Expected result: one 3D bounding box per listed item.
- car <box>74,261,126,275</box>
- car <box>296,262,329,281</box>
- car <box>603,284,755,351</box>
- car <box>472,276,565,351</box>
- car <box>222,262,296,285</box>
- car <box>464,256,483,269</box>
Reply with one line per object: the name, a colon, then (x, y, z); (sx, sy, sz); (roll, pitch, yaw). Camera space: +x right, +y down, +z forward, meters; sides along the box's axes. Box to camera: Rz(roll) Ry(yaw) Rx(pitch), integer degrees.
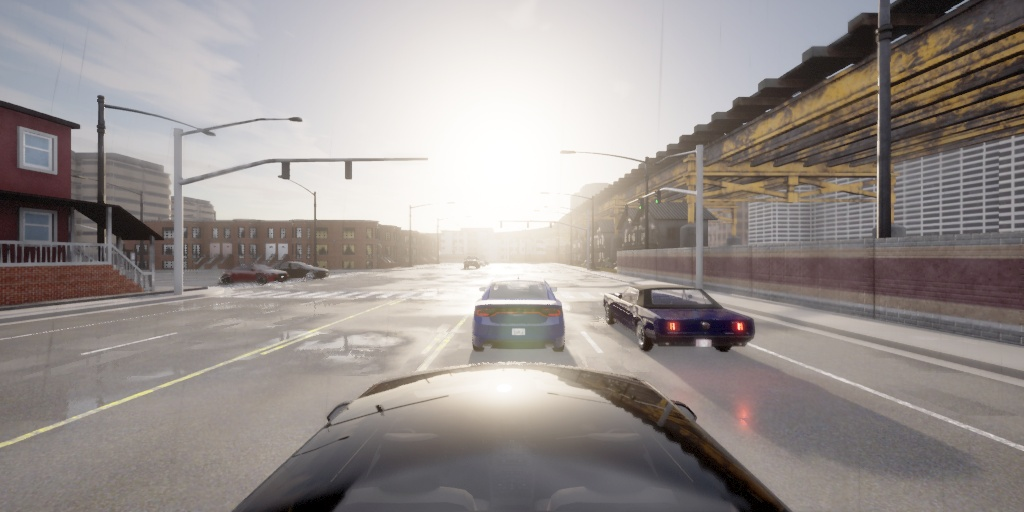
car: (-35.337, 1.241, 30.039); (4.902, 1.511, 2.128); (0, 0, 1)
car: (-17.953, 1.256, 30.001); (4.892, 1.490, 1.837); (0, 0, -2)
car: (3.656, 1.351, 8.964); (1.895, 1.301, 4.718); (0, 0, 1)
car: (0.157, 1.228, 9.003); (1.882, 1.535, 5.008); (0, 0, 1)
car: (-18.478, 1.314, 25.965); (4.181, 1.385, 1.994); (0, 0, 6)
car: (-6.362, 0.971, 57.611); (2.150, 2.045, 5.566); (0, 0, 1)
